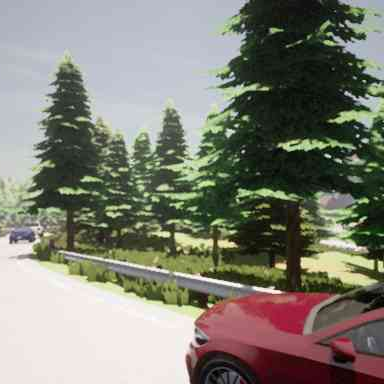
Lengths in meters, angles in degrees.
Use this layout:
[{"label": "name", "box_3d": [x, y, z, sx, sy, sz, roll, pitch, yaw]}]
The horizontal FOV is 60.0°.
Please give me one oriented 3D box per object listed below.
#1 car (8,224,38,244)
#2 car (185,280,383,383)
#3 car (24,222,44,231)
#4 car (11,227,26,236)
[{"label": "car", "box_3d": [-15.913, 4.048, 31.282, 1.812, 1.442, 4.674, -1, -5, -20]}, {"label": "car", "box_3d": [2.118, 1.529, 2.962, 4.674, 1.442, 1.812, 0, 0, 35]}, {"label": "car", "box_3d": [-19.566, 4.723, 40.978, 2.150, 2.045, 5.566, -1, -5, -21]}, {"label": "car", "box_3d": [-34.016, 7.756, 65.233, 1.812, 1.442, 4.674, 0, -6, -37]}]
